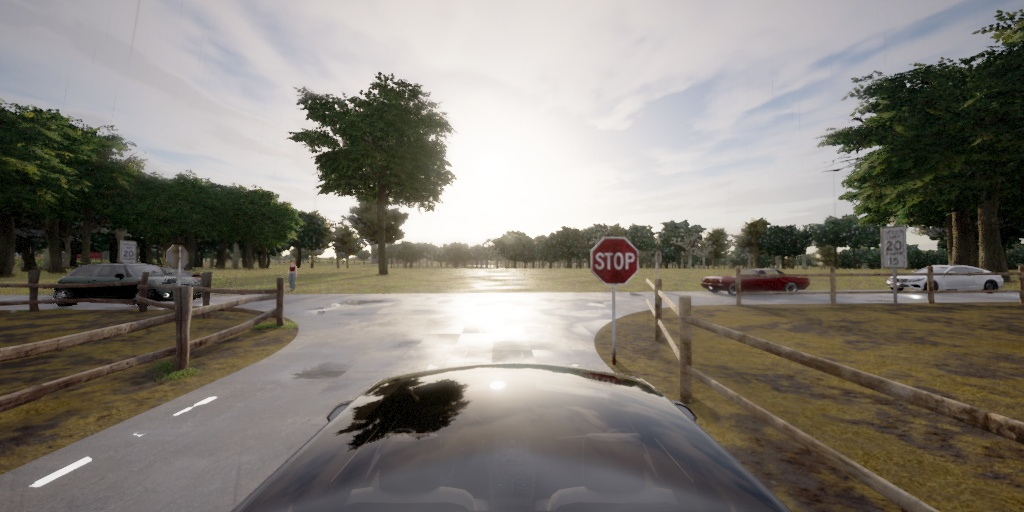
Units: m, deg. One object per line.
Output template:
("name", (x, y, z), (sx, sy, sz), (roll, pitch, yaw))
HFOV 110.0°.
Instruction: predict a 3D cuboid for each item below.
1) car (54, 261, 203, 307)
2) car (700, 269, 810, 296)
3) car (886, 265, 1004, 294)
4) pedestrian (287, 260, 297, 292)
("car", (-15.439, 1.089, 14.685), (4.553, 1.767, 2.097), (0, -1, 0))
("car", (12.449, 1.322, 18.592), (4.718, 1.301, 1.895), (0, -1, -3))
("car", (22.605, 1.196, 18.793), (4.674, 1.442, 1.812), (0, -1, 2))
("pedestrian", (-12.764, 1.146, 20.820), (0.375, 1.860, 0.375), (0, -1, -2))
